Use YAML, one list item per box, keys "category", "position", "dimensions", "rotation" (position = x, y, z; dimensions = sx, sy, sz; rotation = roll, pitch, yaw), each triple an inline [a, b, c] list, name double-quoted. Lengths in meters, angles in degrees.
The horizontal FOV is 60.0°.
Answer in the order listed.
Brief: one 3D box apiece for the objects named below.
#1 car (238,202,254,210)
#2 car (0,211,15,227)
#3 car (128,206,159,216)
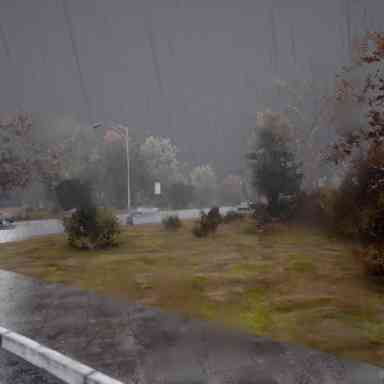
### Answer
- category: "car"
  position: [8.659, 2.204, 51.466]
  dimensions: [1.994, 1.385, 4.181]
  rotation: [-3, -2, 32]
- category: "car"
  position: [-18.217, 2.424, 29.238]
  dimensions: [2.128, 1.511, 4.902]
  rotation: [-3, -2, 33]
- category: "car"
  position: [-6.844, 2.607, 46.911]
  dimensions: [1.895, 1.301, 4.718]
  rotation: [-3, -2, 32]
